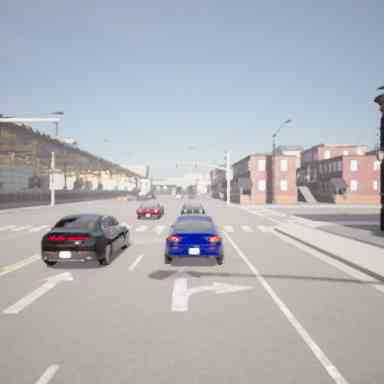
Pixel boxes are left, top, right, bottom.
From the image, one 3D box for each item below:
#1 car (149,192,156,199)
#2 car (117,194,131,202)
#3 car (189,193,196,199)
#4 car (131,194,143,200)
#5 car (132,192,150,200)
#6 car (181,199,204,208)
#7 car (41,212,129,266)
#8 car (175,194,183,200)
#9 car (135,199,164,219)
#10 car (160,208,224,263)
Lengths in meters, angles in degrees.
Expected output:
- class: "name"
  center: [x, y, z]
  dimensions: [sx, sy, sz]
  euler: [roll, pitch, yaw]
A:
- class: "car"
  center: [-10.492, 0.963, 84.959]
  dimensions: [2.150, 2.045, 5.566]
  euler: [0, 0, 0]
- class: "car"
  center: [-13.994, 1.148, 68.614]
  dimensions: [2.097, 1.767, 4.553]
  euler: [0, 0, 0]
- class: "car"
  center: [0.008, 1.267, 86.142]
  dimensions: [2.033, 1.411, 5.357]
  euler: [0, 0, 0]
- class: "car"
  center: [-13.992, 1.264, 84.960]
  dimensions: [2.128, 1.511, 4.902]
  euler: [0, 0, 0]
- class: "car"
  center: [-10.494, 1.333, 68.576]
  dimensions: [2.033, 1.411, 5.357]
  euler: [0, 0, 0]
- class: "car"
  center: [0.084, 1.515, 28.231]
  dimensions: [1.895, 1.301, 4.718]
  euler: [0, 0, 0]
- class: "car"
  center: [-3.428, 1.468, 11.442]
  dimensions: [1.837, 1.490, 4.892]
  euler: [0, 0, 0]
- class: "car"
  center: [-3.492, 1.263, 86.439]
  dimensions: [1.812, 1.442, 4.674]
  euler: [0, 0, 0]
- class: "car"
  center: [-3.416, 1.515, 28.233]
  dimensions: [1.895, 1.301, 4.718]
  euler: [0, 0, 0]
- class: "car"
  center: [0.076, 1.490, 11.659]
  dimensions: [1.812, 1.442, 4.674]
  euler: [0, 0, 0]
